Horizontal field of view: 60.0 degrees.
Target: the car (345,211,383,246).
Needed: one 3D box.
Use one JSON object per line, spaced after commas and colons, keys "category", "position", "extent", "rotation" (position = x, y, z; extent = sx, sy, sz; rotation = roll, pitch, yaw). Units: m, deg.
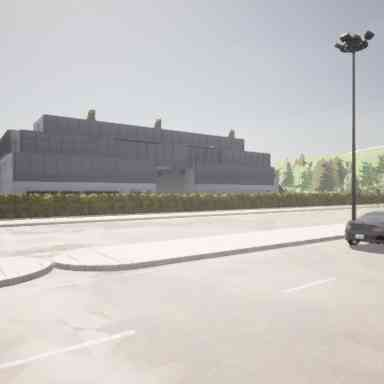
{"category": "car", "position": [8.270, 1.530, 14.003], "extent": [4.674, 1.442, 1.812], "rotation": [0, 0, -35]}
